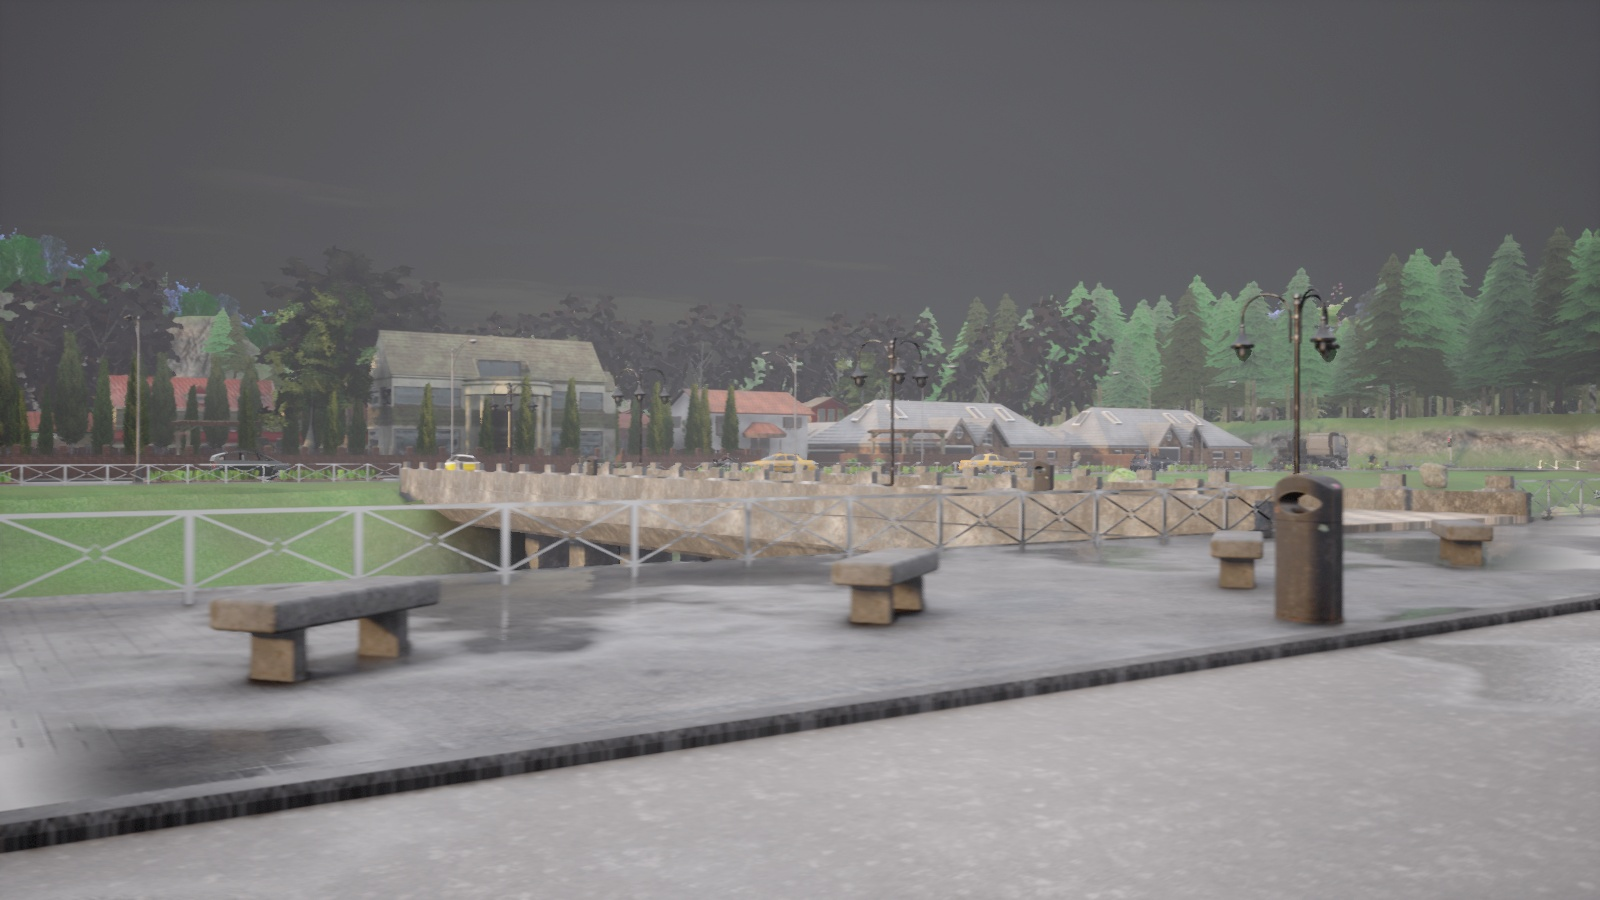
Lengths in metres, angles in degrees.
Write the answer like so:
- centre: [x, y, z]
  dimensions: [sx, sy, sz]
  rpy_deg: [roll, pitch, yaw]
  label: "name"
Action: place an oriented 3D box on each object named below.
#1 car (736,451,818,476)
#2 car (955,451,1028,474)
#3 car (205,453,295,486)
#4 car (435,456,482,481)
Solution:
- centre: [-1.483, 0.891, 83.257]
  dimensions: [5.366, 1.575, 1.801]
  rpy_deg: [0, 0, -35]
  label: "car"
- centre: [13.553, 0.873, 88.844]
  dimensions: [5.366, 1.575, 1.801]
  rpy_deg: [0, 0, -35]
  label: "car"
- centre: [-26.647, 0.929, 60.877]
  dimensions: [3.705, 1.549, 1.789]
  rpy_deg: [0, 0, -35]
  label: "car"
- centre: [-19.265, 1.014, 70.886]
  dimensions: [2.207, 1.376, 1.481]
  rpy_deg: [0, 0, -35]
  label: "car"
